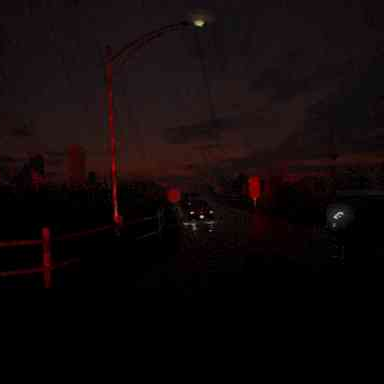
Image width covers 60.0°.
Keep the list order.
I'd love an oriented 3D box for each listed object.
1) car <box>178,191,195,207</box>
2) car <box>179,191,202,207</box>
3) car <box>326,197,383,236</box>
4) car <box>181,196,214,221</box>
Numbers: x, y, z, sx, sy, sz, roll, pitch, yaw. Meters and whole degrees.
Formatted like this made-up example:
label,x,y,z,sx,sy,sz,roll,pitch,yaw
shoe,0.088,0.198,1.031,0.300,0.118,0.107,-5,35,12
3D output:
label,x,y,z,sx,sy,sz,roll,pitch,yaw
car,-0.828,0.911,47.331,2.150,2.045,5.566,-2,1,-3
car,-0.150,0.967,36.224,2.150,2.045,5.566,-2,0,-4
car,8.517,1.026,14.982,4.553,1.767,2.097,0,1,15
car,0.495,1.346,26.038,2.033,1.411,5.357,-2,0,-4
